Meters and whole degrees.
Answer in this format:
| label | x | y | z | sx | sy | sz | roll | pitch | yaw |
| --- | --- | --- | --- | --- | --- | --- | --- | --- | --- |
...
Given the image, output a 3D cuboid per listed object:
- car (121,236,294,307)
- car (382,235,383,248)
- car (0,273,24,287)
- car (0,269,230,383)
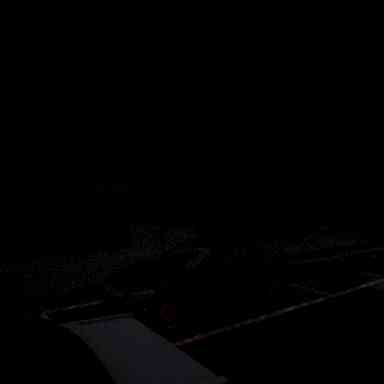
| label | x | y | z | sx | sy | sz | roll | pitch | yaw |
| --- | --- | --- | --- | --- | --- | --- | --- | --- | --- |
| car | 0.328 | 1.602 | 6.767 | 4.206 | 1.307 | 1.802 | 0 | 0 | -35 |
| car | 9.286 | 1.641 | 13.154 | 4.313 | 1.339 | 1.947 | 0 | 0 | -35 |
| car | -4.152 | 1.559 | 3.573 | 4.313 | 1.339 | 1.947 | 0 | 0 | -35 |
| car | -2.099 | 1.597 | 1.881 | 4.718 | 1.301 | 1.895 | 0 | 0 | -35 |
